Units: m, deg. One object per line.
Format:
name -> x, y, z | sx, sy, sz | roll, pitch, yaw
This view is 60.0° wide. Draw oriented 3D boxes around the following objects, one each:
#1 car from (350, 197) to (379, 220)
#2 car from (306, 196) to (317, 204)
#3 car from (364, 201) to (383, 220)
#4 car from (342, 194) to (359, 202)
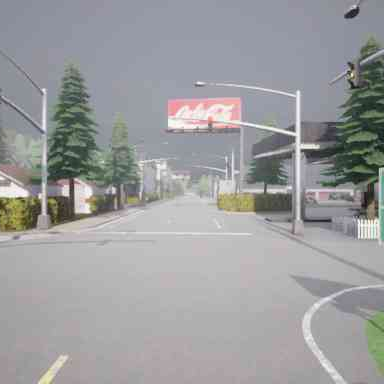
car -> 14.385, 1.503, 24.887 | 3.866, 1.878, 1.905 | 0, 0, 0
car -> 22.544, 1.550, 63.948 | 1.970, 1.475, 3.806 | 0, 0, 0
car -> 18.715, 1.670, 30.554 | 4.611, 1.667, 2.242 | 0, 0, 0
car -> 34.953, 1.486, 71.732 | 2.007, 1.523, 4.514 | 0, 0, 0
